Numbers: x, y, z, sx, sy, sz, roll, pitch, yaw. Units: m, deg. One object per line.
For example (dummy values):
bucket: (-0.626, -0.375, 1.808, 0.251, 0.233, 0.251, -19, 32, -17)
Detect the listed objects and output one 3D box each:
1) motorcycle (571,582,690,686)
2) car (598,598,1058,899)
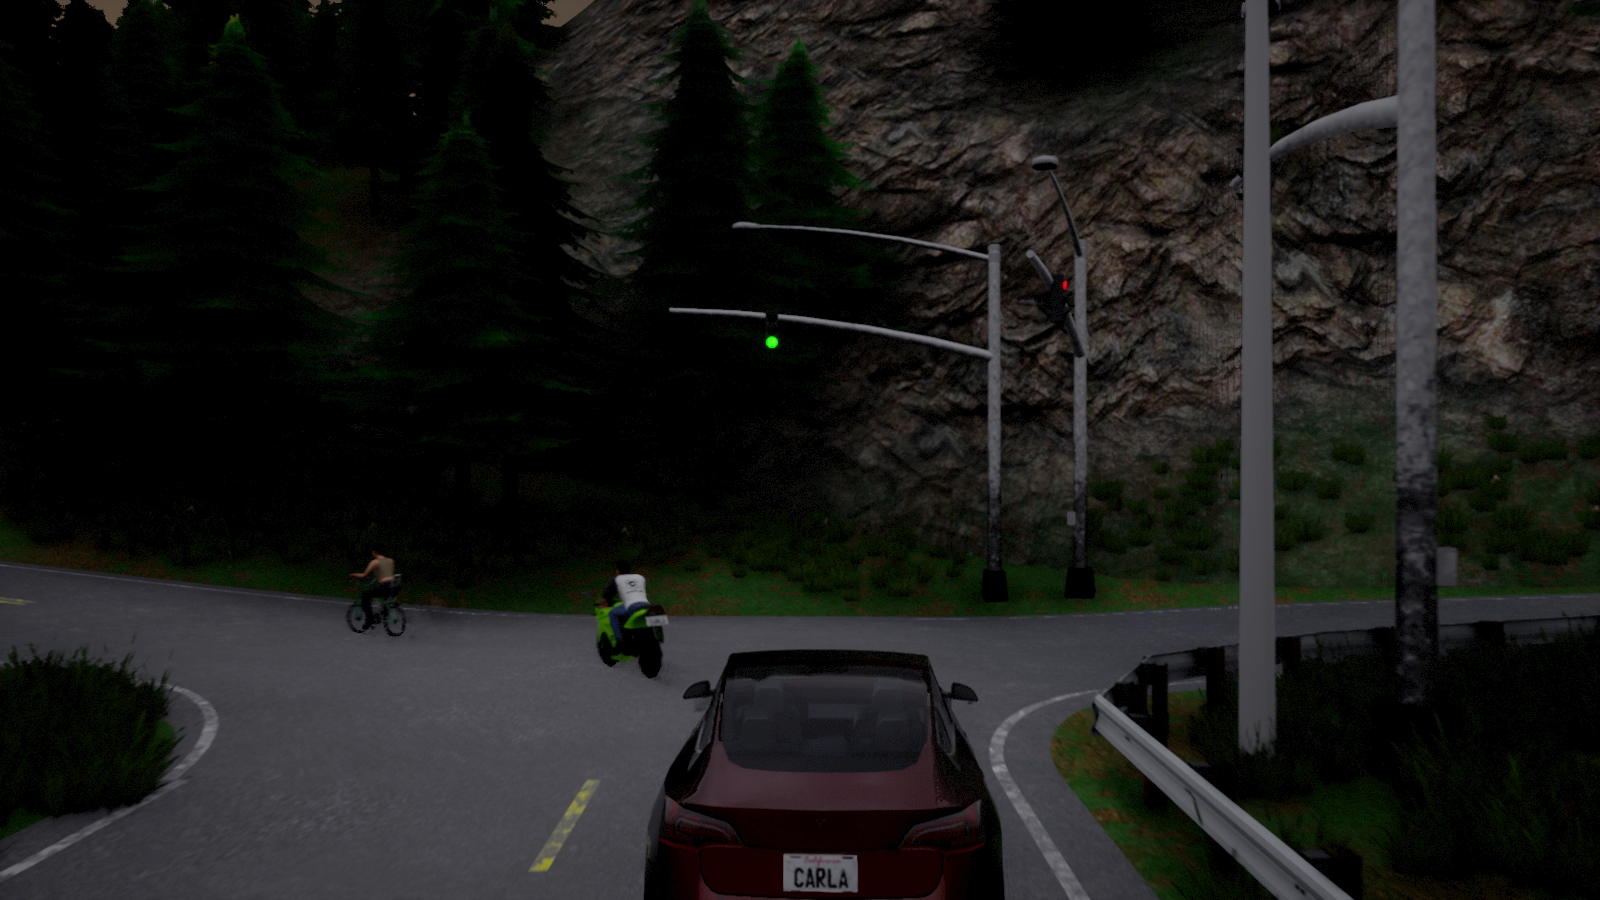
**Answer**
motorcycle: (-2.315, 2.416, 15.325, 0.803, 1.145, 2.033, -1, -2, -32)
car: (0.223, 2.069, 7.773, 2.163, 1.488, 4.792, 0, 0, 2)
